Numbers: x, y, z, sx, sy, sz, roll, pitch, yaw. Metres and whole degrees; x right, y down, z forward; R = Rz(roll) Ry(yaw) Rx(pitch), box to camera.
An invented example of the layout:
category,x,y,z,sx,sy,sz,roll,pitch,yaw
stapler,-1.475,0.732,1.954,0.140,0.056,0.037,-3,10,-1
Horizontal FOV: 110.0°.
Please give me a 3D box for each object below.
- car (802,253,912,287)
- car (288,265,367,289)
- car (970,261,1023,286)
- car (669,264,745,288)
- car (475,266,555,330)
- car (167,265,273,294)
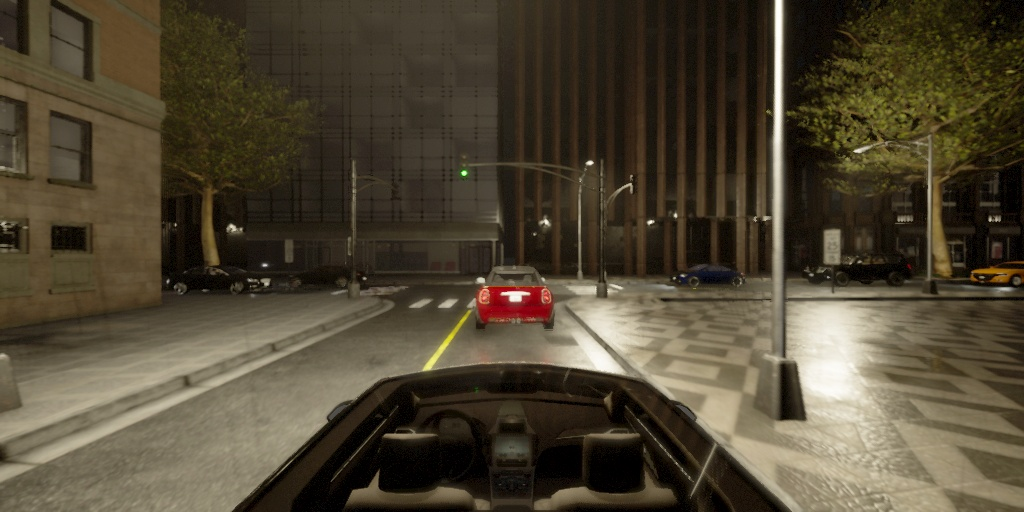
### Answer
category,x,y,z,sx,sy,sz,roll,pitch,yaw
car,21.612,0.838,22.568,5.566,2.045,2.150,0,0,0
car,-11.604,1.267,22.698,4.674,1.442,1.812,0,0,2
car,32.063,1.070,22.542,5.008,1.535,1.882,0,0,0
car,12.227,1.212,22.601,4.181,1.385,1.994,0,0,0
car,-0.009,1.081,11.153,2.097,1.767,4.553,0,0,-3
car,-15.757,1.268,19.466,4.902,1.511,2.128,0,0,0
